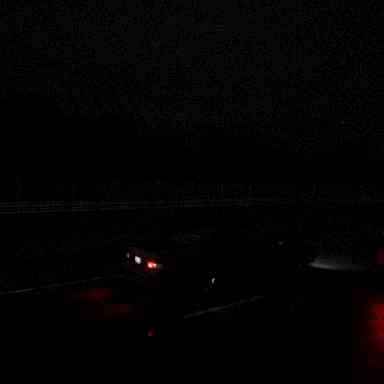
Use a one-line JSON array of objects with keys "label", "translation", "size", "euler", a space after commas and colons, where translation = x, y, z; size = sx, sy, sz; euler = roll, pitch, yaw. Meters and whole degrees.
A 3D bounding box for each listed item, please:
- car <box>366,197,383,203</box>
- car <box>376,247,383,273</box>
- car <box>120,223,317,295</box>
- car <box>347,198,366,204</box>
[{"label": "car", "translation": [24.488, 1.429, 41.919], "size": [4.892, 1.490, 1.837], "euler": [1, 0, -33]}, {"label": "car", "translation": [6.800, 1.563, 8.547], "size": [4.718, 1.301, 1.895], "euler": [0, 0, -35]}, {"label": "car", "translation": [0.899, 1.526, 8.687], "size": [5.357, 1.411, 2.033], "euler": [0, 0, -34]}, {"label": "car", "translation": [23.019, 1.519, 45.138], "size": [4.718, 1.301, 1.895], "euler": [0, 0, -33]}]
